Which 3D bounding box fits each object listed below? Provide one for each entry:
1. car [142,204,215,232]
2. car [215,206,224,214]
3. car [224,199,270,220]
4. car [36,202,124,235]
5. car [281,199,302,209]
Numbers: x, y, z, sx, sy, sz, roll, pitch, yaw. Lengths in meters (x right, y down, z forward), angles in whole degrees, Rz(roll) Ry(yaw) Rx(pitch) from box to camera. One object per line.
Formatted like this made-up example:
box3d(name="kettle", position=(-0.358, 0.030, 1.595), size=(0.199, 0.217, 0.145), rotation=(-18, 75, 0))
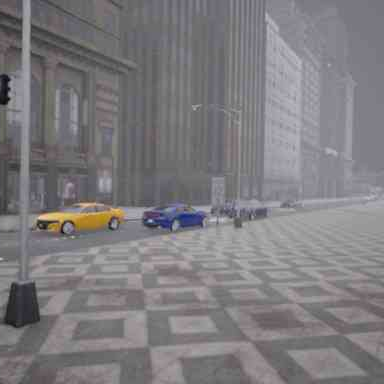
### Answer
box3d(name="car", position=(-0.854, 1.448, 20.224), size=(1.882, 1.535, 5.008), rotation=(2, 1, 35))
box3d(name="car", position=(3.636, 1.428, 32.070), size=(1.882, 1.535, 5.008), rotation=(2, 1, 35))
box3d(name="car", position=(5.002, 1.361, 28.615), size=(2.097, 1.767, 4.553), rotation=(2, 1, 35))
box3d(name="car", position=(-5.981, 1.363, 18.284), size=(1.882, 1.535, 5.008), rotation=(1, 1, 34))
box3d(name="car", position=(13.994, 1.631, 46.755), size=(1.994, 1.385, 4.181), rotation=(2, 1, 35))
